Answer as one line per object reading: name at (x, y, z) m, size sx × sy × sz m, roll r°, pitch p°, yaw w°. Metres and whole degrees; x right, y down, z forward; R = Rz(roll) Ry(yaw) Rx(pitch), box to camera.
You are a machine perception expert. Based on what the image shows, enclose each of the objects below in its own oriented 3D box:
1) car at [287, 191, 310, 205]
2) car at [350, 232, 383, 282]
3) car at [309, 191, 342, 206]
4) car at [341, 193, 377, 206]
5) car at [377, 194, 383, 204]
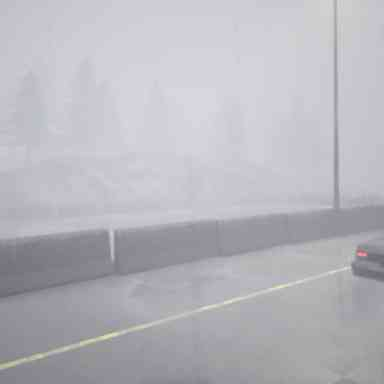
car at (13.395, 0.682, 39.559) m, size 4.892 × 1.490 × 1.837 m, roll -2°, pitch 1°, yaw -36°
car at (6.018, 1.356, 8.114) m, size 5.357 × 1.411 × 2.033 m, roll -2°, pitch 1°, yaw -36°
car at (15.458, 0.699, 36.733) m, size 4.674 × 1.442 × 1.812 m, roll -2°, pitch 1°, yaw -36°
car at (17.778, 0.760, 34.092) m, size 4.718 × 1.301 × 1.895 m, roll -2°, pitch 1°, yaw -36°
car at (19.561, 0.692, 31.063) m, size 4.674 × 1.442 × 1.812 m, roll -2°, pitch 1°, yaw -36°
